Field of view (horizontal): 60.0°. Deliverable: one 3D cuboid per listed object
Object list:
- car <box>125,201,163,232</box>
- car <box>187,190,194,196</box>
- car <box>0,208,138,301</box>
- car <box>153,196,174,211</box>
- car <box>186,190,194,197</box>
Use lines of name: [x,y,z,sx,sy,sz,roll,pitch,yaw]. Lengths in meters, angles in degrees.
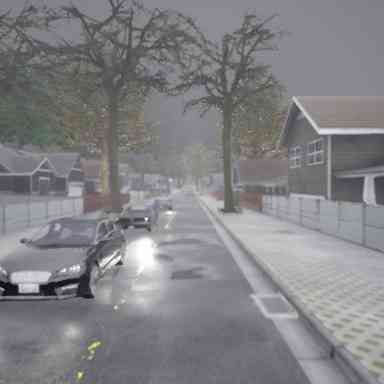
car: [-2.941,1.381,18.373,1.895,1.301,4.718,0,1,0]
car: [-0.518,0.181,92.446,1.837,1.490,4.892,0,1,0]
car: [-2.893,1.403,8.313,2.128,1.511,4.902,0,1,0]
car: [-2.941,1.119,34.354,1.812,1.442,4.674,0,0,0]
car: [-0.458,0.578,82.146,1.895,1.301,4.718,0,1,0]
